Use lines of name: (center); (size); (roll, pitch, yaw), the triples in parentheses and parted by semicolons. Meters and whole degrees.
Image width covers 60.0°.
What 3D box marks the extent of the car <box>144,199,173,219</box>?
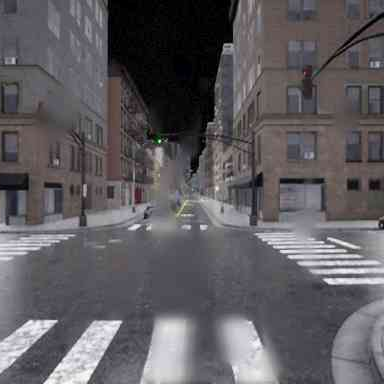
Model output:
car: (-3.052, 1.631, 29.437); (1.994, 1.385, 4.181); (0, 0, 0)

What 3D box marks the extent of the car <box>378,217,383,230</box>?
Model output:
car: (12.165, 1.486, 17.375); (4.507, 1.381, 1.887); (-1, 0, 1)

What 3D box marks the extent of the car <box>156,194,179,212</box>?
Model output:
car: (-3.038, 1.299, 40.243); (2.150, 2.045, 5.566); (0, 0, 0)

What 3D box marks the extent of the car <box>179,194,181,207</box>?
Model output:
car: (-2.974, 1.303, 55.084); (2.150, 2.045, 5.566); (0, 1, 1)
